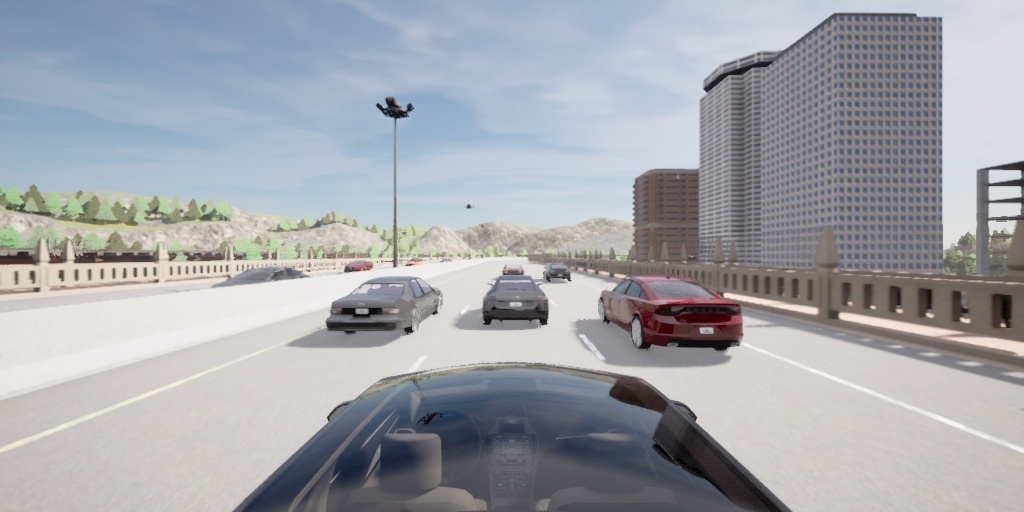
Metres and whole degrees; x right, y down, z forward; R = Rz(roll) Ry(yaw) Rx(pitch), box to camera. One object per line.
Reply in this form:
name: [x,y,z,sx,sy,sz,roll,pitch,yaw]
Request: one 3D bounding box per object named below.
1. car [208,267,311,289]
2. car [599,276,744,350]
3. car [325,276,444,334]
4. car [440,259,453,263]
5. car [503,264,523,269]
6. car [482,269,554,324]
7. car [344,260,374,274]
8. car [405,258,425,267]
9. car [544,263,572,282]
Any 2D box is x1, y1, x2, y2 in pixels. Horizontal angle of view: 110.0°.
car: [-10.590,1.255,15.402,1.837,1.490,4.892,0,0,0]
car: [3.603,1.228,9.106,1.882,1.535,5.008,0,0,0]
car: [-3.394,1.298,10.628,2.033,1.411,5.357,0,0,0]
car: [-11.179,1.250,61.746,2.128,1.511,4.902,0,0,-2]
car: [0.099,1.352,31.738,1.895,1.301,4.718,0,0,0]
car: [0.107,1.314,11.980,1.994,1.385,4.181,0,0,0]
car: [-17.708,1.228,41.745,1.882,1.535,5.008,0,0,-1]
car: [-14.475,1.103,53.819,2.097,1.767,4.553,0,0,-1]
car: [3.609,1.277,29.112,1.812,1.442,4.674,0,0,0]
